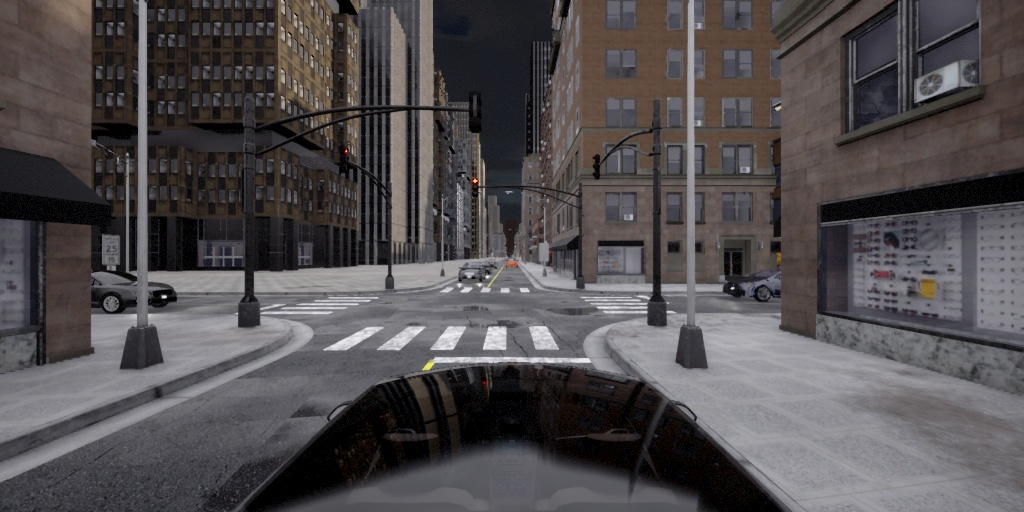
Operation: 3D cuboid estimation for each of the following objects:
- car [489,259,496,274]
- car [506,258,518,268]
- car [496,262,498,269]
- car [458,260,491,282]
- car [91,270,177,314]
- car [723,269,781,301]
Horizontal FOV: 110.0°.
[{"bbox_3d":[-3.177,1.299,39.312,2.033,1.411,5.357,0,0,0],"label":"car"},{"bbox_3d":[-0.025,1.103,61.640,2.097,1.767,4.553,0,0,0],"label":"car"},{"bbox_3d":[-3.183,1.255,52.501,1.837,1.490,4.892,0,0,0],"label":"car"},{"bbox_3d":[-3.155,1.243,28.906,2.128,1.511,4.902,0,0,0],"label":"car"},{"bbox_3d":[-15.259,1.259,13.210,4.892,1.490,1.837,0,0,-1],"label":"car"},{"bbox_3d":[12.220,1.314,16.648,4.181,1.385,1.994,0,0,-1],"label":"car"}]
